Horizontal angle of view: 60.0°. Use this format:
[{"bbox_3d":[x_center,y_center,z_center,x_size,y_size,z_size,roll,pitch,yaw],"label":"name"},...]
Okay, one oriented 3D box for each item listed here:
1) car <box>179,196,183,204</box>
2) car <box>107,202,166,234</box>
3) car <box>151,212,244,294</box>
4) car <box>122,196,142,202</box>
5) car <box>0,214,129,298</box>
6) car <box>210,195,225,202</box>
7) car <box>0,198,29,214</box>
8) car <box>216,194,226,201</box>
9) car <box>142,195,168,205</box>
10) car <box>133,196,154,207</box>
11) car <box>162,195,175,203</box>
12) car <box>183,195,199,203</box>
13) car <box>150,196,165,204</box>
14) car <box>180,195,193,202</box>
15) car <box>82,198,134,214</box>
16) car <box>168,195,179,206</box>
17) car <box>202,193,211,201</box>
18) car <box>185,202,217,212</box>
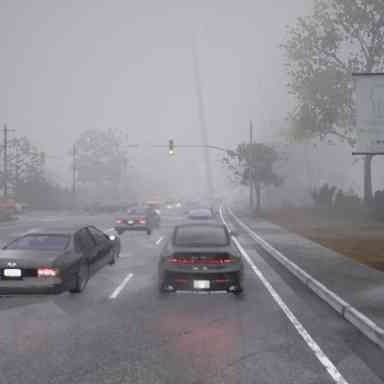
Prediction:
[{"bbox_3d":[-2.704,1.498,65.113,2.128,1.511,4.902,0,0,8],"label":"car"},{"bbox_3d":[-2.989,1.550,19.158,2.033,1.411,5.357,0,0,2],"label":"car"},{"bbox_3d":[0.222,1.507,8.797,1.837,1.490,4.892,0,0,1],"label":"car"},{"bbox_3d":[-8.557,1.357,44.332,2.097,1.767,4.553,0,0,5],"label":"car"},{"bbox_3d":[-3.291,1.549,8.712,2.033,1.411,5.357,0,0,1],"label":"car"},{"bbox_3d":[5.848,1.527,75.267,1.812,1.442,4.674,0,0,9],"label":"car"},{"bbox_3d":[-19.251,1.356,34.303,4.553,1.767,2.097,0,0,6],"label":"car"},{"bbox_3d":[7.525,1.402,85.392,2.128,1.511,4.902,0,0,10],"label":"car"},{"bbox_3d":[-4.959,1.482,45.321,1.882,1.535,5.008,0,0,5],"label":"car"},{"bbox_3d":[-7.679,1.497,53.279,2.128,1.511,4.902,0,0,6],"label":"car"},{"bbox_3d":[-5.060,1.508,73.367,1.837,1.490,4.892,0,0,8],"label":"car"},{"bbox_3d":[0.107,1.607,58.144,1.895,1.301,4.718,0,0,7],"label":"car"},{"bbox_3d":[-6.494,1.532,63.158,1.812,1.442,4.674,0,0,8],"label":"car"},{"bbox_3d":[-1.236,1.532,75.279,2.128,1.511,4.902,0,0,9],"label":"car"},{"bbox_3d":[-8.728,1.605,34.382,4.718,1.301,1.895,0,0,-6],"label":"car"},{"bbox_3d":[-3.948,1.570,55.205,1.994,1.385,4.181,0,0,6],"label":"car"},{"bbox_3d":[3.993,1.234,85.506,2.150,2.045,5.566,0,0,10],"label":"car"},{"bbox_3d":[0.514,1.527,18.875,1.812,1.442,4.674,0,0,3],"label":"car"}]
